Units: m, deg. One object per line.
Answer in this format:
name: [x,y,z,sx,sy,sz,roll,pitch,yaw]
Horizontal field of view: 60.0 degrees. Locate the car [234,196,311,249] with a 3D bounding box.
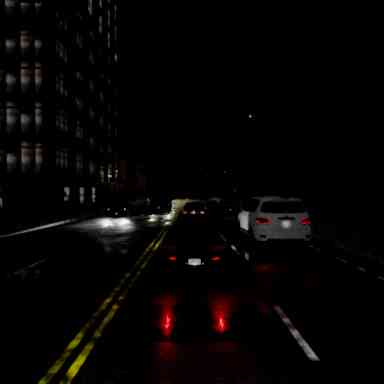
car: [3.375,1.197,14.529,2.150,2.045,5.566,0,0,0]

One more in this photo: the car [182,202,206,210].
car: [0.143,1.506,25.954,2.033,1.411,5.357,0,0,1]

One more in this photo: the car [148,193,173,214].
car: [-3.245,1.168,35.240,2.150,2.045,5.566,0,0,0]

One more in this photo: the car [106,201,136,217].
car: [-6.509,1.552,30.873,1.895,1.301,4.718,0,0,0]

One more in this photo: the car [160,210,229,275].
car: [0.084,1.508,10.323,1.812,1.442,4.674,0,0,0]

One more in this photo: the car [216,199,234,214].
car: [3.435,1.426,32.217,1.882,1.535,5.008,0,0,0]
